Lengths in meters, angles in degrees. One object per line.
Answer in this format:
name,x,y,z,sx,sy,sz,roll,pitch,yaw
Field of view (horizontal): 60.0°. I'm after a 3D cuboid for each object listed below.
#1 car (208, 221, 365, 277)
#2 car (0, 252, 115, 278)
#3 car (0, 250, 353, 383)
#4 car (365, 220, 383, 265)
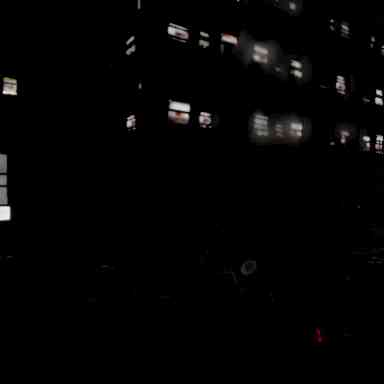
car,2.035,1.485,7.977,4.097,1.590,1.967,1,-1,-35
car,-2.528,1.586,4.726,4.206,1.307,1.802,1,-1,-35
car,-0.638,1.572,2.922,4.181,1.385,1.994,1,0,-35
car,6.599,1.637,11.223,4.403,1.369,2.008,1,-1,-35
